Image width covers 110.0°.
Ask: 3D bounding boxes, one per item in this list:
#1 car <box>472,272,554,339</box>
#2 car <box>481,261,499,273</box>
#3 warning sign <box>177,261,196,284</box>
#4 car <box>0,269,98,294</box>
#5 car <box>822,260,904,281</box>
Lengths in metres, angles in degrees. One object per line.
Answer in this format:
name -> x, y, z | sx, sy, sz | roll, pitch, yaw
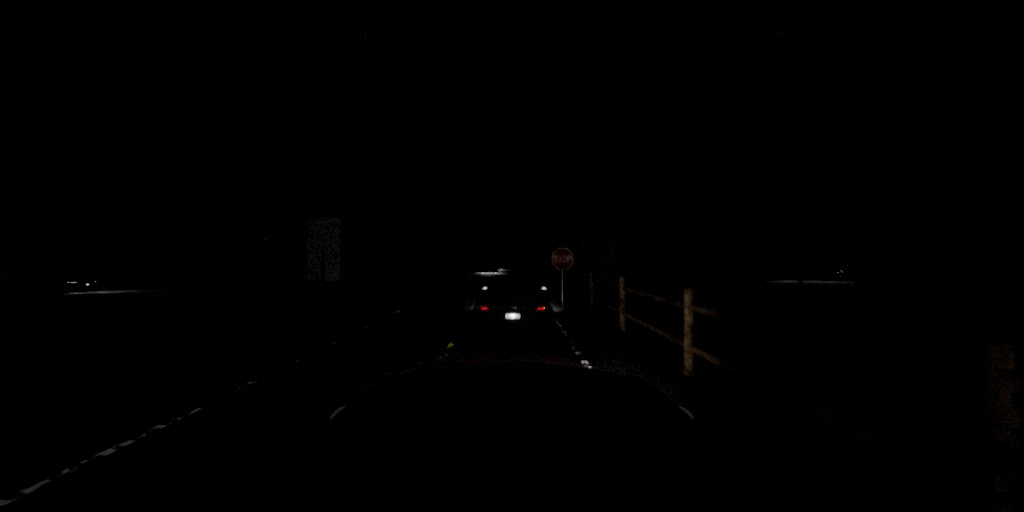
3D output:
car -> 0.067, 1.337, 10.137 | 1.994, 1.385, 4.181 | 0, 0, 1
car -> -2.890, 1.460, 47.117 | 1.994, 1.385, 4.181 | 0, 0, -1
warning sign -> -25.793, 1.299, 28.316 | 1.060, 1.860, 1.300 | 0, 0, -1
car -> -29.668, 1.604, 22.991 | 4.892, 1.490, 1.837 | -1, -1, -1
car -> 25.846, 1.053, 26.522 | 5.008, 1.535, 1.882 | -1, -1, -1
